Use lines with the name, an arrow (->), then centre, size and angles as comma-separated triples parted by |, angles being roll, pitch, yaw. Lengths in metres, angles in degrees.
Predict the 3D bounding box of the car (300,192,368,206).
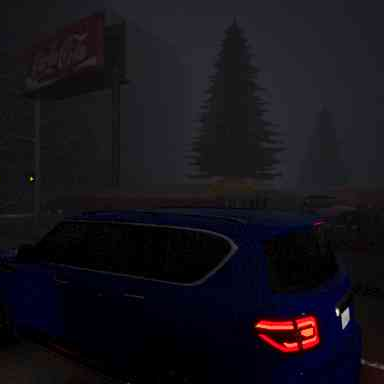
car -> 9.169, 1.149, 22.010 | 3.866, 1.878, 1.905 | 0, 0, 35

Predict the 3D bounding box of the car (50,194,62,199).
car -> -13.986, 1.222, 36.249 | 2.150, 2.045, 5.566 | 0, 0, 35

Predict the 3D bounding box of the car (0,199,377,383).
car -> -0.795, 1.221, 4.566 | 5.566, 2.045, 2.150 | 0, 0, 36

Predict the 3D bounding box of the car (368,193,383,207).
car -> 26.613, 1.285, 47.798 | 3.988, 1.617, 1.851 | 0, 0, 35

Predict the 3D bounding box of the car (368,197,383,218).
car -> 11.109, 1.338, 24.067 | 4.193, 1.474, 1.816 | 0, 0, 35
